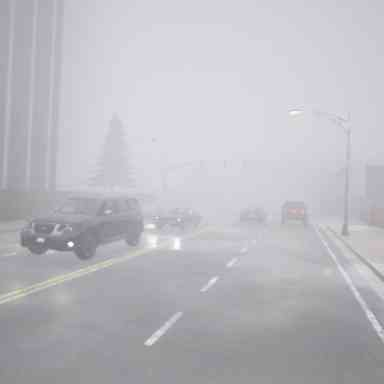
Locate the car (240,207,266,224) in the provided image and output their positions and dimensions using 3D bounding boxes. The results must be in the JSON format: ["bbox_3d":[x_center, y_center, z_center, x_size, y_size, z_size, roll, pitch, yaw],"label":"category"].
[{"bbox_3d":[5.585,2.029,30.075,1.994,1.385,4.181,2,0,18],"label":"car"}]

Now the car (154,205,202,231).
[{"bbox_3d":[-0.820,1.735,22.046,1.895,1.301,4.718,2,0,17],"label":"car"}]

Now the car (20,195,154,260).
[{"bbox_3d":[-3.756,1.161,12.738,2.150,2.045,5.566,2,0,18],"label":"car"}]

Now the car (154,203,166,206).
[{"bbox_3d":[-2.982,1.604,26.751,1.812,1.442,4.674,2,0,18],"label":"car"}]

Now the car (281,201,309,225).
[{"bbox_3d":[9.339,1.847,30.304,2.150,2.045,5.566,2,0,18],"label":"car"}]

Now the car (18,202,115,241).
[{"bbox_3d":[-6.101,1.350,16.950,1.882,1.535,5.008,2,0,18],"label":"car"}]
